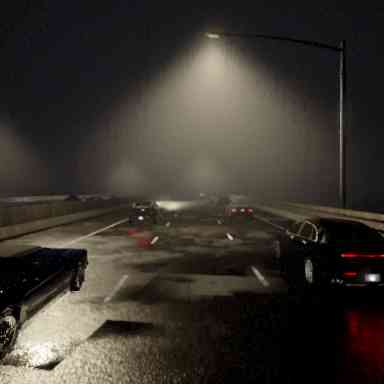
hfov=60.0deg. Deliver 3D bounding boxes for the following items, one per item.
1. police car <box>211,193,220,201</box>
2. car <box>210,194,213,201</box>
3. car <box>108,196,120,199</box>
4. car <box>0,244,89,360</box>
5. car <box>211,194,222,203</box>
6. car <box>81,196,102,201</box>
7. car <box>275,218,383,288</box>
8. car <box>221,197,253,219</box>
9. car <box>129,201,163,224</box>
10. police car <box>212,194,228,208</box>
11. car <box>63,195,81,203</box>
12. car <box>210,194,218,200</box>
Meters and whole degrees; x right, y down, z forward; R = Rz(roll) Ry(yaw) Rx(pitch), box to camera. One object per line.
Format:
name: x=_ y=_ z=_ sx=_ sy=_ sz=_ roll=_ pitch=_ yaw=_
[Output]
police car: x=5.231 y=1.156 z=76.132 sx=1.930 sy=1.638 sz=5.238 roll=0 pitch=0 yaw=3
car: x=4.392 y=1.221 z=54.383 sx=1.801 sy=1.575 sz=5.366 roll=0 pitch=0 yaw=2
car: x=-13.095 y=1.319 z=56.400 sx=1.994 sy=1.385 sz=4.181 roll=0 pitch=0 yaw=2
car: x=-3.382 y=1.572 z=5.835 sx=1.895 sy=1.301 sz=4.718 roll=0 pitch=0 yaw=0
car: x=4.778 y=1.200 z=65.298 sx=1.801 sy=1.575 sz=5.366 roll=0 pitch=0 yaw=2
car: x=-16.601 y=1.356 z=56.195 sx=1.895 sy=1.301 sz=4.718 roll=0 pitch=0 yaw=2
car: x=3.637 y=1.462 z=9.102 sx=1.837 sy=1.490 sz=4.892 roll=0 pitch=0 yaw=0
car: x=3.841 y=1.417 z=27.553 sx=2.033 sy=1.411 sz=5.357 roll=0 pitch=0 yaw=1
car: x=-3.216 y=1.393 z=23.596 sx=1.837 sy=1.490 sz=4.892 roll=0 pitch=0 yaw=1
police car: x=4.072 y=1.225 z=43.384 sx=1.930 sy=1.638 sz=5.238 roll=0 pitch=0 yaw=1
car: x=-20.096 y=1.280 z=56.280 sx=1.812 sy=1.442 sz=4.674 roll=0 pitch=0 yaw=2
car: x=5.750 y=1.225 z=86.932 sx=1.837 sy=1.490 sz=4.892 roll=0 pitch=0 yaw=3
